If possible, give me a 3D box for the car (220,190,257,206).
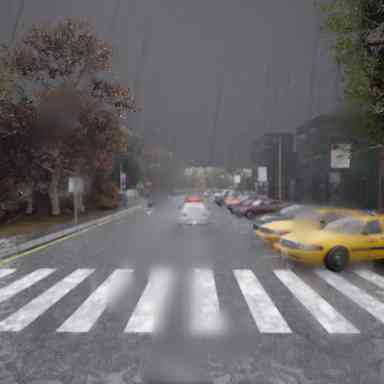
[{"bbox_3d":[5.412,1.002,31.373,4.553,1.767,2.185,1,1,-20],"label":"car"}]

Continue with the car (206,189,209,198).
[{"bbox_3d":[5.467,0.685,49.363,5.566,2.045,2.435,1,1,-20],"label":"car"}]

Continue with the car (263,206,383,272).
[{"bbox_3d":[5.138,1.376,10.298,5.366,1.575,1.946,1,1,-20],"label":"car"}]

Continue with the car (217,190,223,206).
[{"bbox_3d":[5.429,0.968,34.374,4.553,1.767,2.185,1,1,-20],"label":"car"}]

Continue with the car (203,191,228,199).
[{"bbox_3d":[5.448,0.694,76.344,5.366,1.575,1.946,1,1,-20],"label":"car"}]

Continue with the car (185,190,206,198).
[{"bbox_3d":[0.199,0.909,38.996,2.097,1.767,4.553,0,1,0],"label":"car"}]

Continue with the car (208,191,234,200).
[{"bbox_3d":[5.612,0.675,64.395,4.553,1.767,2.185,1,1,-20],"label":"car"}]

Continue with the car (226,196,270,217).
[{"bbox_3d":[5.352,1.238,25.363,4.674,1.452,2.002,1,1,-20],"label":"car"}]

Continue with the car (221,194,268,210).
[{"bbox_3d":[5.336,1.191,28.355,4.792,1.488,2.163,1,1,-20],"label":"car"}]

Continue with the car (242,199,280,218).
[{"bbox_3d":[5.329,1.308,16.363,4.892,1.521,2.231,1,1,-20],"label":"car"}]

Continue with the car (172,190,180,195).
[{"bbox_3d":[-3.784,0.321,80.114,1.812,1.442,4.674,0,0,0],"label":"car"}]

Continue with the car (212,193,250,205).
[{"bbox_3d":[5.442,0.995,46.365,4.792,1.488,2.163,1,1,-20],"label":"car"}]

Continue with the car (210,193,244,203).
[{"bbox_3d":[5.483,0.937,52.365,4.792,1.488,2.163,1,1,-20],"label":"car"}]

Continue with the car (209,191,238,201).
[{"bbox_3d":[5.514,0.726,58.379,4.553,1.767,2.185,1,0,-20],"label":"car"}]

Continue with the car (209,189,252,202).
[{"bbox_3d":[5.422,0.777,40.347,5.566,2.045,2.435,1,1,-20],"label":"car"}]

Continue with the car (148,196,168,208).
[{"bbox_3d":[-3.905,1.124,38.662,1.994,1.385,4.181,0,1,0],"label":"car"}]

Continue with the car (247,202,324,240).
[{"bbox_3d":[5.141,1.339,13.299,5.366,1.575,1.946,1,1,-20],"label":"car"}]

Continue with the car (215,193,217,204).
[{"bbox_3d":[5.410,1.100,37.372,4.674,1.452,2.002,1,0,-20],"label":"car"}]

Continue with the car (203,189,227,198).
[{"bbox_3d":[5.659,0.397,82.434,5.566,2.045,2.435,1,0,-20],"label":"car"}]

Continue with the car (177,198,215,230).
[{"bbox_3d":[0.128,1.309,19.412,1.812,1.442,4.674,0,1,0],"label":"car"}]

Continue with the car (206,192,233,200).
[{"bbox_3d":[5.585,0.774,67.400,5.008,1.535,2.097,1,0,-20],"label":"car"}]

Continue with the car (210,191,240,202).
[{"bbox_3d":[5.496,0.753,55.378,4.553,1.767,2.185,1,0,-20],"label":"car"}]

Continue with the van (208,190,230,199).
[{"bbox_3d":[5.716,0.525,70.442,4.442,1.987,1.878,1,0,-20],"label":"van"}]
